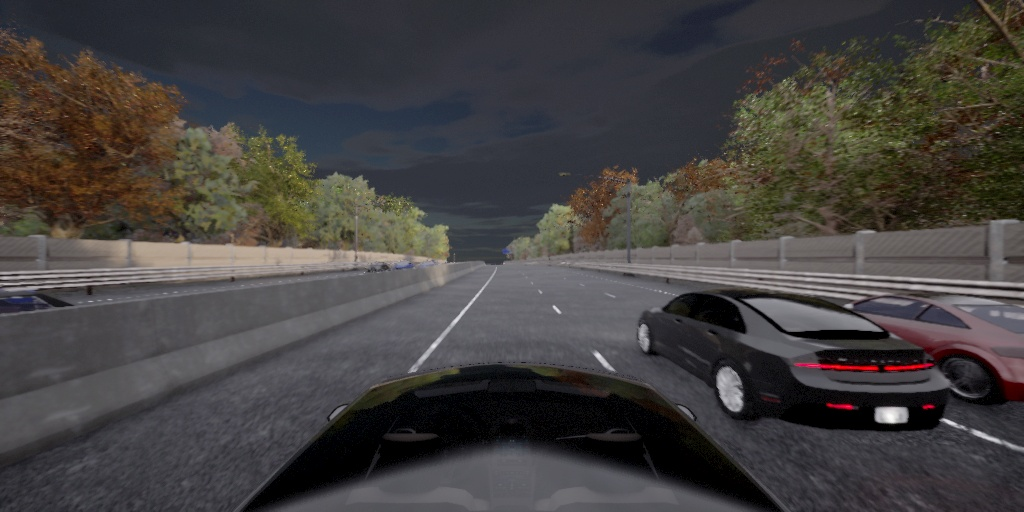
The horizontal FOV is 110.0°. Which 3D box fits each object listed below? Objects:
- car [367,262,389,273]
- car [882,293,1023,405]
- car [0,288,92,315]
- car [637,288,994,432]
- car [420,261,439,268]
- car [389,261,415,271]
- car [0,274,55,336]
[{"bbox_3d":[-18.163,1.536,48.929,1.994,1.385,4.181,1,0,-1],"label":"car"},{"bbox_3d":[7.088,1.326,6.274,1.994,1.385,4.181,0,0,0],"label":"car"},{"bbox_3d":[-10.607,1.387,6.720,1.895,1.301,4.718,0,0,0],"label":"car"},{"bbox_3d":[3.590,1.269,5.821,1.837,1.490,4.892,0,0,0],"label":"car"},{"bbox_3d":[-11.151,1.453,48.805,1.882,1.535,5.008,0,0,-1],"label":"car"},{"bbox_3d":[-14.665,1.457,48.988,1.882,1.535,5.008,0,0,-1],"label":"car"},{"bbox_3d":[-14.110,1.274,7.821,1.882,1.535,5.008,0,0,0],"label":"car"}]
